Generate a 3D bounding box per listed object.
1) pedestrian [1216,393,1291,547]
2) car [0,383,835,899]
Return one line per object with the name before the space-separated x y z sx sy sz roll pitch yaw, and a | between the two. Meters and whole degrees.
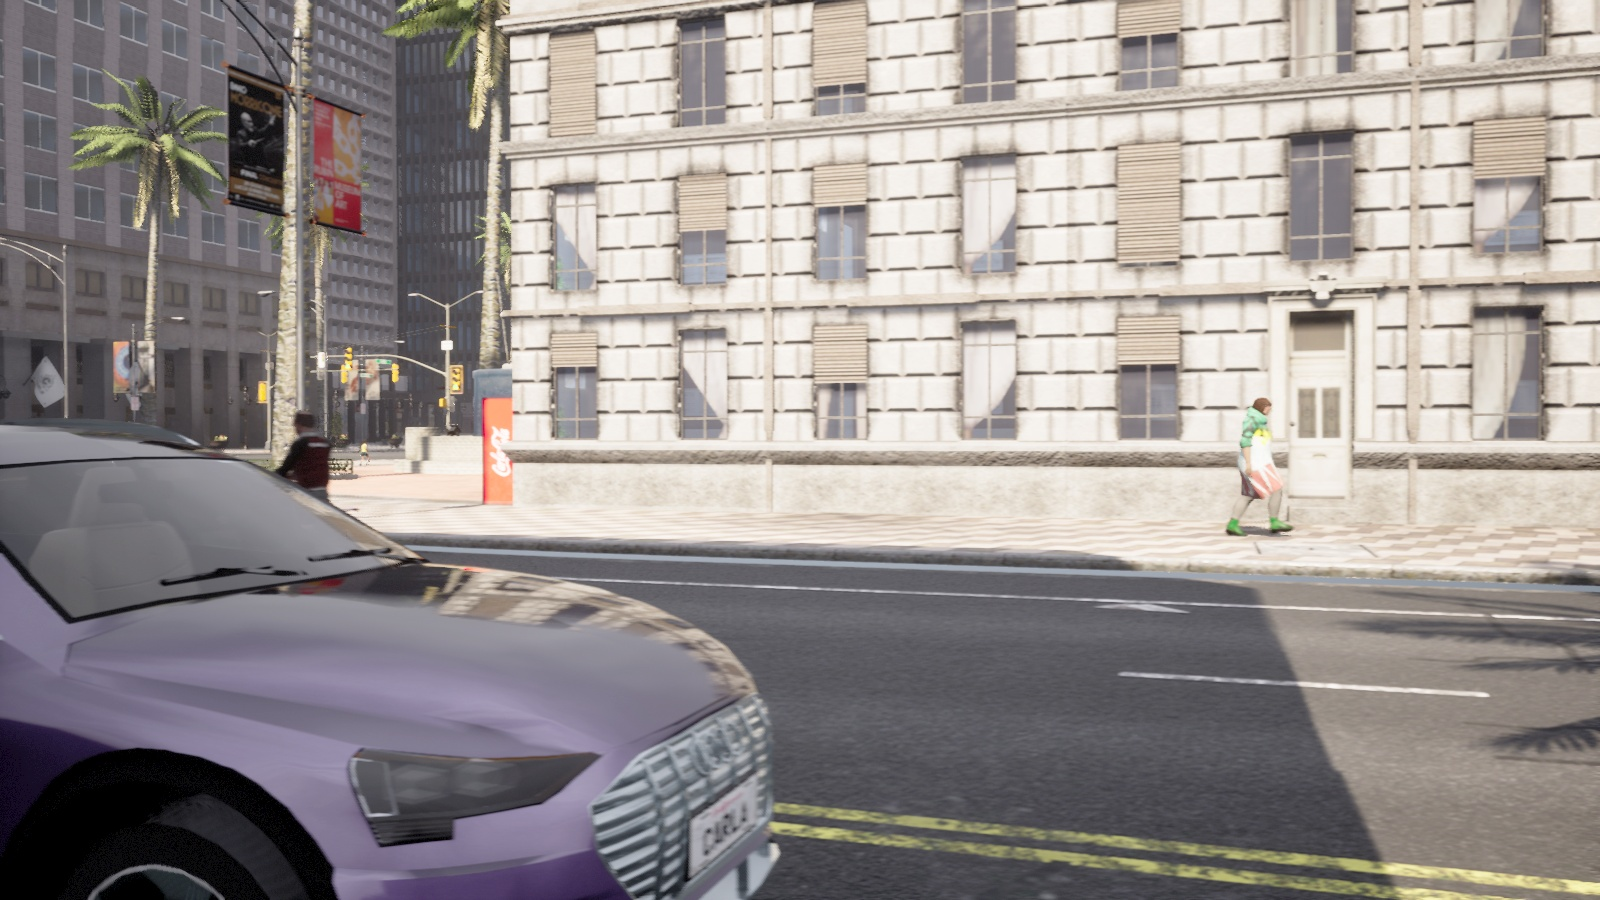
pedestrian | 5.930 0.243 16.400 0.873 1.952 0.659 1 1 22
car | -2.509 0.677 4.046 4.856 1.649 2.033 0 1 19
